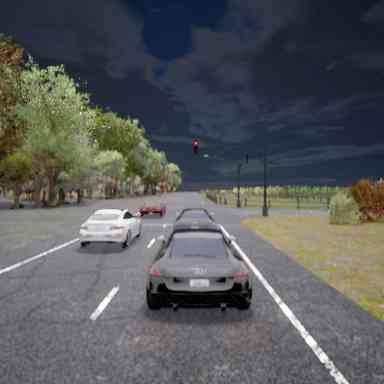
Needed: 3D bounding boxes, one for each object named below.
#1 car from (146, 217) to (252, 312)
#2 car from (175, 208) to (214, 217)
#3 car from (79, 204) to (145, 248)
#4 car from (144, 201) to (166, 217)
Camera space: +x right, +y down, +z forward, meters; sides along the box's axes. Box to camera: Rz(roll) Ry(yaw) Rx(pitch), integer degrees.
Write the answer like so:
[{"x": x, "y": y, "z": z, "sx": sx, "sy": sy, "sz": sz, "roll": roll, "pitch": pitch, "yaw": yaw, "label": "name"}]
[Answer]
[{"x": 0.118, "y": 1.521, "z": 7.718, "sx": 1.994, "sy": 1.385, "sz": 4.181, "roll": 0, "pitch": 0, "yaw": 0, "label": "car"}, {"x": 0.132, "y": 1.474, "z": 16.118, "sx": 1.994, "sy": 1.385, "sz": 4.181, "roll": 0, "pitch": 0, "yaw": 0, "label": "car"}, {"x": -3.377, "y": 1.445, "z": 14.299, "sx": 1.812, "sy": 1.442, "sz": 4.674, "roll": 0, "pitch": 1, "yaw": 0, "label": "car"}, {"x": -3.338, "y": 1.436, "z": 29.378, "sx": 1.895, "sy": 1.301, "sz": 4.718, "roll": 0, "pitch": 0, "yaw": 0, "label": "car"}]
